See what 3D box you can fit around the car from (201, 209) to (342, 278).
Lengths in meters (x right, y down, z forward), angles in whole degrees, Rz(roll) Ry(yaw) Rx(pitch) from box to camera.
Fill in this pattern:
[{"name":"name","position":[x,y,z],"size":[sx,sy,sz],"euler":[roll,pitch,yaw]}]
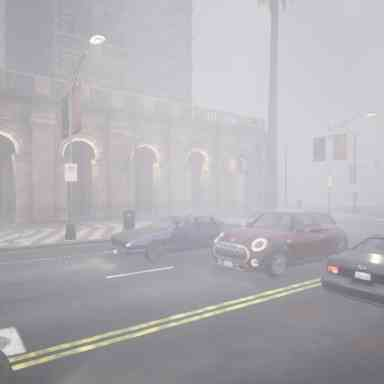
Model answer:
[{"name":"car","position":[2.794,1.352,10.304],"size":[4.553,1.767,2.097],"euler":[0,0,-36]}]

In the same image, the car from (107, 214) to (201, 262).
[{"name":"car","position":[-0.332,1.547,12.374],"size":[5.357,1.411,2.033],"euler":[0,0,-36]}]

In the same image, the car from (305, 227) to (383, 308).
[{"name":"car","position":[5.099,1.547,7.413],"size":[5.357,1.411,2.033],"euler":[0,0,-35]}]

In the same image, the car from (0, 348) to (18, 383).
[{"name":"car","position":[-3.537,1.547,1.214],"size":[5.357,1.411,2.033],"euler":[0,0,-36]}]
